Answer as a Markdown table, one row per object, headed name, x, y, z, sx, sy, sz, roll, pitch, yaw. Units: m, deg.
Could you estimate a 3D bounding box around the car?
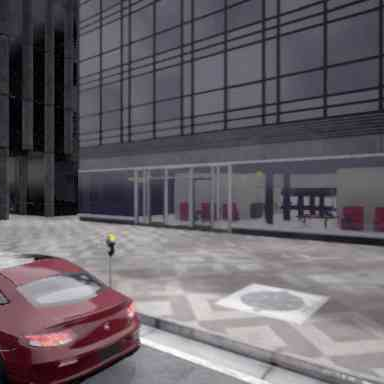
| name | x | y | z | sx | sy | sz | roll | pitch | yaw |
| --- | --- | --- | --- | --- | --- | --- | --- | --- | --- |
| car | -2.587 | 1.576 | 4.807 | 4.206 | 1.307 | 1.802 | 0 | 0 | 35 |
